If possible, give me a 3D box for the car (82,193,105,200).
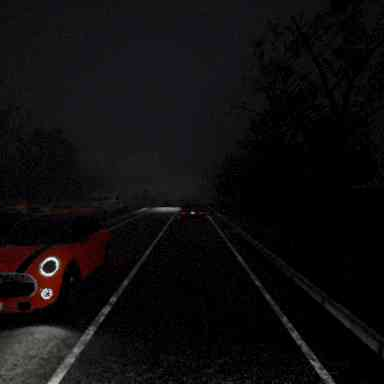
[{"bbox_3d":[-23.486,1.029,79.202,4.792,1.488,2.163,0,0,0],"label":"car"}]

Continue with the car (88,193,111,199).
[{"bbox_3d":[-23.628,0.947,84.790,5.366,1.575,1.946,0,1,0],"label":"car"}]

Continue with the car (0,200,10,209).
[{"bbox_3d":[-10.270,1.345,13.313,4.553,1.767,2.185,0,0,0],"label":"car"}]

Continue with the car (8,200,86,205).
[{"bbox_3d":[-10.039,1.485,21.512,5.366,1.575,1.946,0,0,0],"label":"car"}]

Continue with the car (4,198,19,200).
[{"bbox_3d":[-23.245,1.621,38.320,4.792,1.488,2.163,0,0,0],"label":"car"}]

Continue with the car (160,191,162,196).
[{"bbox_3d":[-10.372,1.001,79.230,5.008,1.535,2.097,0,1,0],"label":"car"}]

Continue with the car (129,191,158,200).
[{"bbox_3d":[-10.370,1.047,70.880,4.792,1.488,2.163,0,0,0],"label":"car"}]

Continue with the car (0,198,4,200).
[{"bbox_3d":[-23.276,1.614,35.550,4.674,1.452,2.002,0,0,0],"label":"car"}]

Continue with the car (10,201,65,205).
[{"bbox_3d":[-10.414,1.473,18.860,5.366,1.575,1.946,0,0,0],"label":"car"}]

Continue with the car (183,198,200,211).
[{"bbox_3d":[-0.051,1.564,42.907,2.033,1.411,5.357,0,0,0],"label":"car"}]

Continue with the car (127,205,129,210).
[{"bbox_3d":[-10.200,1.593,38.290,5.008,1.535,2.097,0,0,0],"label":"car"}]

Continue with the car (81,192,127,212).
[{"bbox_3d":[-10.228,1.324,35.516,5.566,2.045,2.435,0,0,0],"label":"car"}]

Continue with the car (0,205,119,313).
[{"bbox_3d":[-3.361,1.344,7.883,2.097,1.767,4.553,0,0,0],"label":"car"}]

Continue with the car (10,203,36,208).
[{"bbox_3d":[-10.228,1.471,16.093,4.892,1.521,2.231,0,0,0],"label":"car"}]

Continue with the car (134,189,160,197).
[{"bbox_3d":[-10.416,0.886,76.450,4.553,1.767,2.185,0,0,0],"label":"car"}]

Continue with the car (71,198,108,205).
[{"bbox_3d":[-10.029,1.519,27.186,5.366,1.575,1.946,0,0,0],"label":"car"}]

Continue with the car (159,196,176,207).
[{"bbox_3d":[-3.526,1.634,51.042,1.895,1.301,4.718,0,0,0],"label":"car"}]

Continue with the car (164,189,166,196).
[{"bbox_3d":[-10.310,0.673,93.169,4.553,1.767,2.185,0,1,0],"label":"car"}]

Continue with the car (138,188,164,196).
[{"bbox_3d":[-10.399,0.730,82.021,5.566,2.045,2.435,0,1,0],"label":"car"}]

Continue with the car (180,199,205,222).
[{"bbox_3d":[0.037,1.541,26.134,2.033,1.411,5.357,0,0,0],"label":"car"}]

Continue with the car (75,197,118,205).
[{"bbox_3d":[-10.390,1.555,32.738,5.366,1.575,1.946,0,0,0],"label":"car"}]

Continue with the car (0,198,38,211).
[{"bbox_3d":[-23.259,1.626,43.737,5.008,1.535,2.097,0,0,0],"label":"car"}]

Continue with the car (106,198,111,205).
[{"bbox_3d":[-10.215,1.541,29.962,4.892,1.521,2.231,0,0,0],"label":"car"}]

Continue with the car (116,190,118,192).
[{"bbox_3d":[-23.424,0.861,90.236,5.008,1.535,2.097,0,1,0],"label":"car"}]
